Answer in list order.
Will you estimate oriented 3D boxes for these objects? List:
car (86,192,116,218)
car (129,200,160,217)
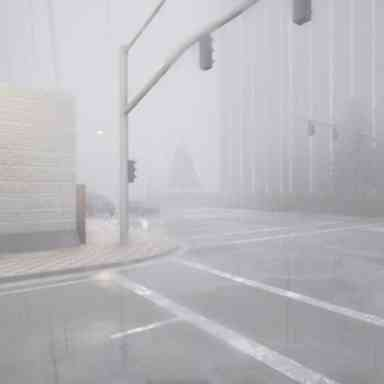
[{"bbox_3d":[-9.156,1.240,31.537,2.150,2.045,5.566,0,0,-36],"label":"car"},{"bbox_3d":[-4.816,1.481,31.491,1.882,1.535,5.008,0,0,-36],"label":"car"}]
